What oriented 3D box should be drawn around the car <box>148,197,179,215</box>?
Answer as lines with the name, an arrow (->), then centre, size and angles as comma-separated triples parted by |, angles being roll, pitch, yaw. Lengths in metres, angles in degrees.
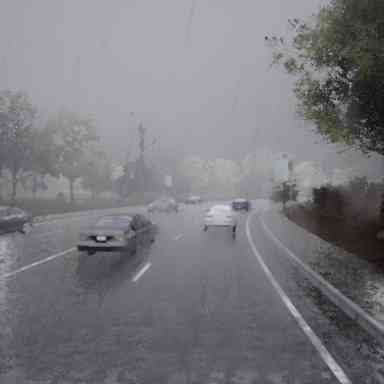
car -> -2.863, 1.302, 33.774 | 2.097, 1.767, 4.553 | 0, 0, 14

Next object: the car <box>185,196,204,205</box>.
car -> 0.427, 1.407, 55.726 | 1.882, 1.535, 5.008 | 0, 0, 22

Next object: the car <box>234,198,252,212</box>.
car -> 5.748, 1.461, 38.315 | 1.882, 1.535, 5.008 | 0, 0, 16

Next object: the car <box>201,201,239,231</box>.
car -> 1.853, 1.512, 20.648 | 1.812, 1.442, 4.674 | 0, 0, 8

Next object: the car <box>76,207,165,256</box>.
car -> -2.656, 1.525, 13.124 | 2.033, 1.411, 5.357 | 0, 0, 6

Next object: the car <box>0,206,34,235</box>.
car -> -9.564, 1.454, 15.861 | 1.837, 1.490, 4.892 | 0, 0, 7
